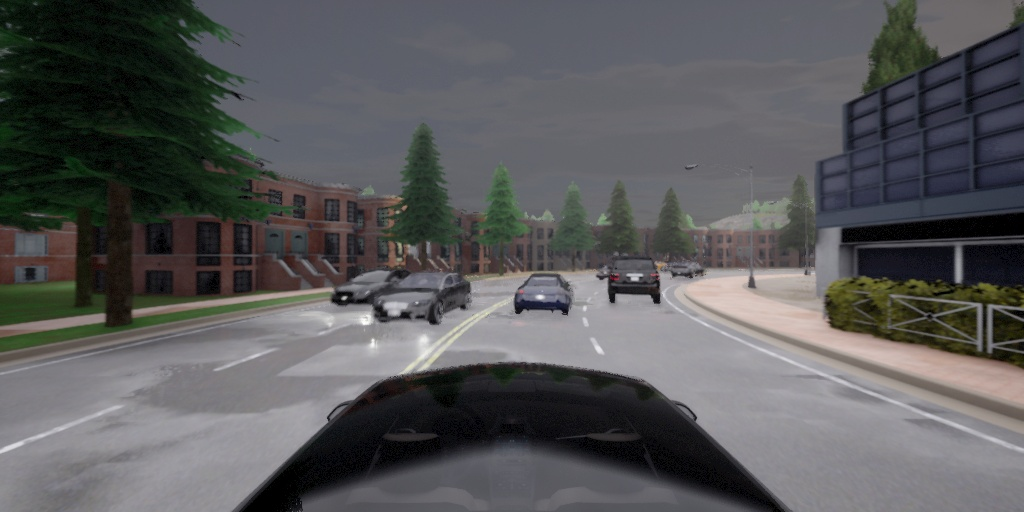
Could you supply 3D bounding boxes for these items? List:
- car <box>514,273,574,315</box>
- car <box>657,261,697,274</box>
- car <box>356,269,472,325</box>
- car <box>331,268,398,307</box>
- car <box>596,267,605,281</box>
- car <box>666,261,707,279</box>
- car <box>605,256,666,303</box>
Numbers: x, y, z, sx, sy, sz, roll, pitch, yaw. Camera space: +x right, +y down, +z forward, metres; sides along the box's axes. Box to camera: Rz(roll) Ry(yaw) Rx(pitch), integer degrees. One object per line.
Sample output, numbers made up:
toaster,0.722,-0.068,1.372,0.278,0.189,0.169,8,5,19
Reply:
car,1.358,1.361,14.016,1.994,1.385,4.181,0,0,12
car,21.062,1.410,45.866,4.902,1.511,2.128,0,0,-28
car,-2.751,1.282,12.092,2.128,1.511,4.902,0,0,10
car,-5.619,1.308,15.548,1.837,1.490,4.892,-1,0,13
car,9.049,1.409,30.907,2.033,1.411,5.357,0,0,37
car,16.919,1.366,34.201,4.902,1.511,2.128,0,0,-43
car,5.807,1.032,17.252,2.150,2.045,5.566,0,0,17
